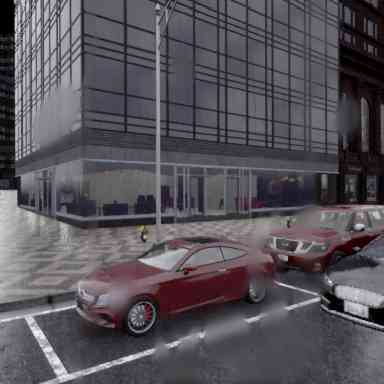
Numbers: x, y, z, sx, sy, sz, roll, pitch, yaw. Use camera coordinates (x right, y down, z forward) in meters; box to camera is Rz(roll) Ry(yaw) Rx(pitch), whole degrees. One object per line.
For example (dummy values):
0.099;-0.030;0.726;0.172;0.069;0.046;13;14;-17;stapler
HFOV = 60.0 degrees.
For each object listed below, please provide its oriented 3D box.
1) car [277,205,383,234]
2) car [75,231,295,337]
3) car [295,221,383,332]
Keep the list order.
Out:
4.321;1.317;9.719;5.009;1.841;2.192;0;0;-35;car
-0.101;1.582;6.574;4.206;1.307;1.802;0;0;-35;car
4.458;1.493;6.422;4.902;1.511;2.128;0;0;-35;car
